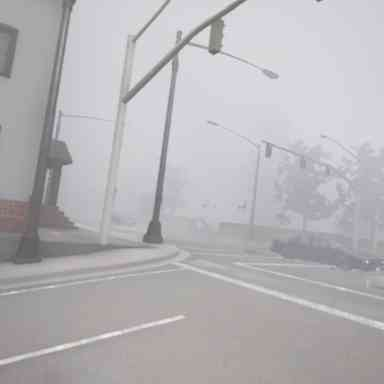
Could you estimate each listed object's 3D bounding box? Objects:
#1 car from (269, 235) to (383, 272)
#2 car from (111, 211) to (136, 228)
[{"bbox_3d":[6.315,2.880,16.198,2.033,1.411,5.357,10,-6,-36],"label":"car"},{"bbox_3d":[-7.686,2.854,35.522,2.128,1.511,4.902,10,-6,-36],"label":"car"}]
